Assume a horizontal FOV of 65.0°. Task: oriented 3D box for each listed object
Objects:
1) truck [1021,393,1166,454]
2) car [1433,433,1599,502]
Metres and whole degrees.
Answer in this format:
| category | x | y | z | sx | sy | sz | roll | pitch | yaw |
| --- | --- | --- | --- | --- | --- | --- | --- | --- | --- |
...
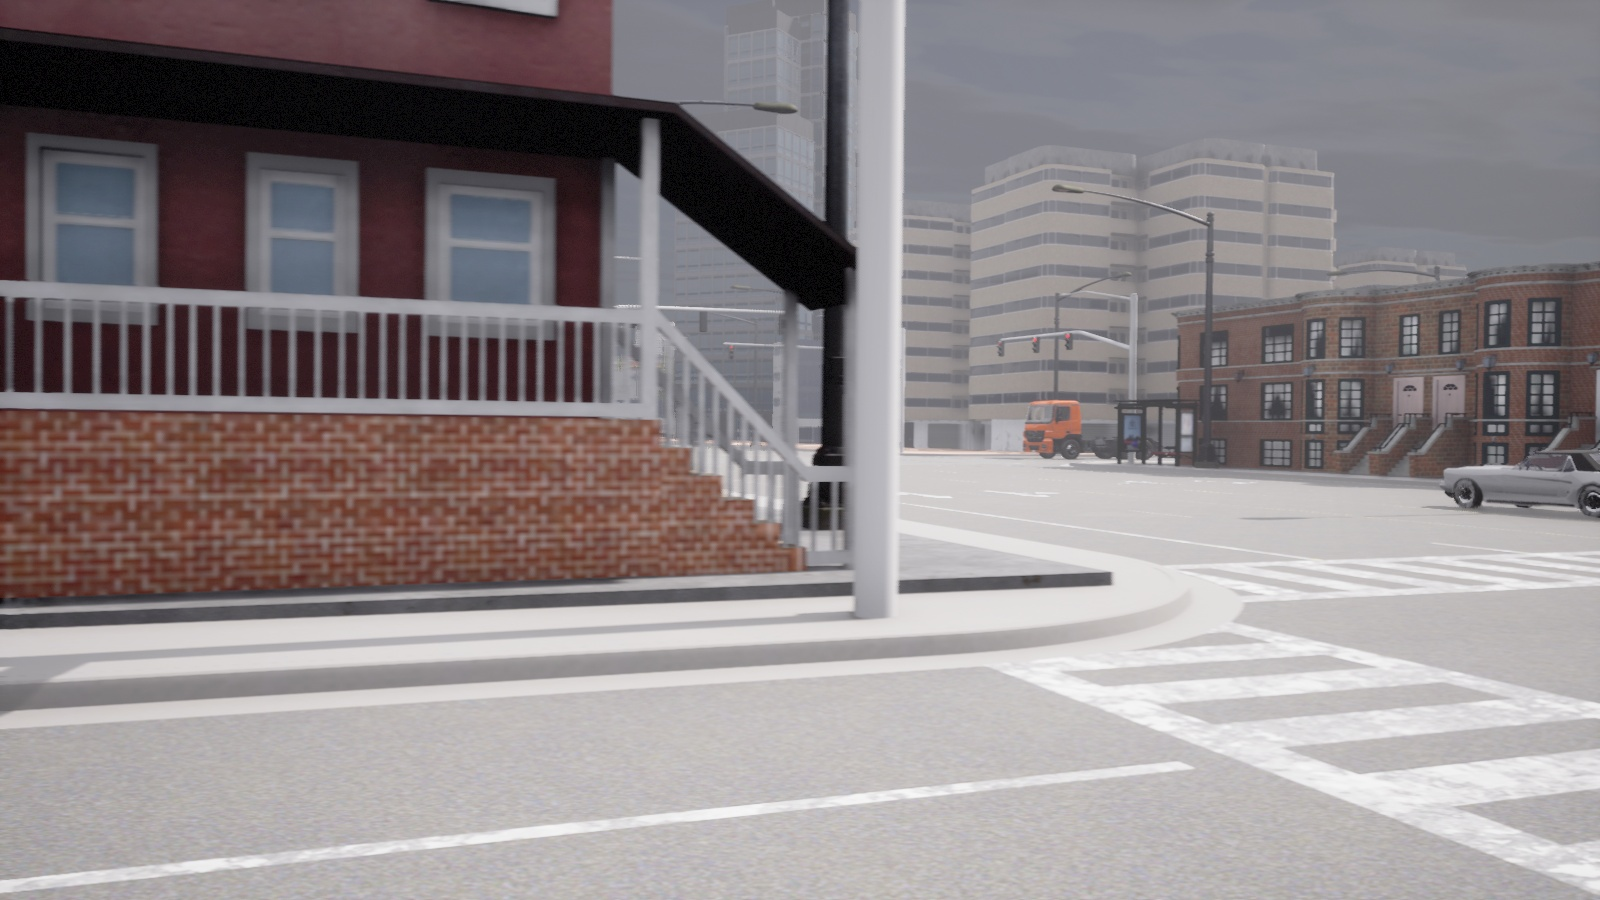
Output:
| category | x | y | z | sx | sy | sz | roll | pitch | yaw |
| --- | --- | --- | --- | --- | --- | --- | --- | --- | --- |
| truck | 17.080 | -1.560 | 73.118 | 7.936 | 3.462 | 2.891 | -1 | 1 | -21 |
| car | 15.626 | 0.310 | 25.697 | 1.895 | 1.301 | 4.718 | -1 | 1 | -21 |
